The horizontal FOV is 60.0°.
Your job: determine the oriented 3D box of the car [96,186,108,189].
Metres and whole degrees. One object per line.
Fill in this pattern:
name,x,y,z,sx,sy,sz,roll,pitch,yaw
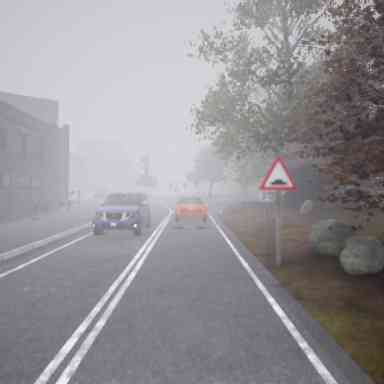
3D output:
car,-14.636,0.117,54.024,2.150,2.045,5.566,0,2,-10

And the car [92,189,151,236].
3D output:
car,-3.407,1.014,17.194,2.150,2.045,5.566,0,1,0

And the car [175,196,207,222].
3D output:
car,-0.054,1.042,23.179,2.097,1.767,4.553,0,1,0
